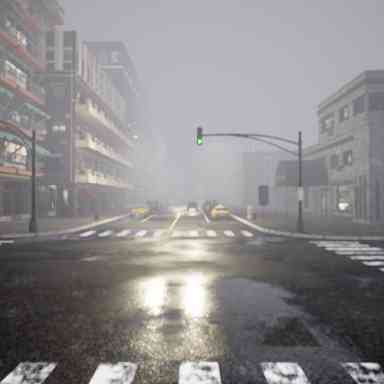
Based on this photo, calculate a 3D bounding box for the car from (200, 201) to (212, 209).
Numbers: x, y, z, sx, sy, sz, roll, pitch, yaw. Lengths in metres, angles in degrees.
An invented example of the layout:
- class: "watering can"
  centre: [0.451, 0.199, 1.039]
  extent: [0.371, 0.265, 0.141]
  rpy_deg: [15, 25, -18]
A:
- class: "car"
  centre: [2.685, 2.451, 64.789]
  extent: [2.008, 1.369, 4.403]
  rpy_deg: [0, -1, 0]

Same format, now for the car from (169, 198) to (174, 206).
- class: "car"
  centre: [-5.697, 2.609, 75.866]
  extent: [1.887, 1.381, 4.507]
  rpy_deg: [0, -1, 0]

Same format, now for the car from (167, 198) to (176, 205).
- class: "car"
  centre: [-5.699, 2.630, 92.485]
  extent: [2.192, 1.841, 5.009]
  rpy_deg: [0, -1, 0]

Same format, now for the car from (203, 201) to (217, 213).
- class: "car"
  centre: [2.688, 2.164, 42.635]
  extent: [1.802, 1.307, 4.206]
  rpy_deg: [0, -1, 0]

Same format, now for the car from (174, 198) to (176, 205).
- class: "car"
  centre: [-5.698, 2.587, 81.405]
  extent: [1.967, 1.590, 4.097]
  rpy_deg: [0, -1, 0]

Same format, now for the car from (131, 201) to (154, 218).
- class: "car"
  centre: [-5.692, 2.027, 36.925]
  extent: [1.752, 1.417, 4.829]
  rpy_deg: [0, -1, 0]

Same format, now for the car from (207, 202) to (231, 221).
- class: "car"
  centre: [2.689, 1.956, 31.728]
  extent: [1.752, 1.417, 4.829]
  rpy_deg: [0, -1, 0]

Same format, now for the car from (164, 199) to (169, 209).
- class: "car"
  centre: [-5.695, 2.370, 59.249]
  extent: [2.008, 1.369, 4.403]
  rpy_deg: [0, -1, 0]

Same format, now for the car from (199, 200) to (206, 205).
- class: "car"
  centre: [2.682, 2.759, 87.114]
  extent: [1.752, 1.417, 4.829]
  rpy_deg: [0, -1, 0]

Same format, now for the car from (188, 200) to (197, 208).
- class: "car"
  centre: [0.034, 2.485, 68.812]
  extent: [1.812, 1.442, 4.674]
  rpy_deg: [0, -1, 0]

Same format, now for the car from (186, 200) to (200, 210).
- class: "car"
  centre: [0.094, 2.297, 57.343]
  extent: [1.837, 1.490, 4.892]
  rpy_deg: [0, -1, 0]

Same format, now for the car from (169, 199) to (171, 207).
- class: "car"
  centre: [-5.696, 2.423, 64.618]
  extent: [1.752, 1.417, 4.829]
  rpy_deg: [0, -1, 0]

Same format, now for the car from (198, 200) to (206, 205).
- class: "car"
  centre: [2.681, 2.866, 92.482]
  extent: [2.008, 1.369, 4.403]
  rpy_deg: [0, -1, 0]

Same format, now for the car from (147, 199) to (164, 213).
- class: "car"
  centre: [-5.693, 1.975, 48.175]
  extent: [2.192, 1.841, 5.009]
  rpy_deg: [0, -1, 0]

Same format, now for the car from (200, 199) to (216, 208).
- class: "car"
  centre: [2.688, 1.975, 48.177]
  extent: [2.192, 1.841, 5.009]
  rpy_deg: [0, -1, 0]
